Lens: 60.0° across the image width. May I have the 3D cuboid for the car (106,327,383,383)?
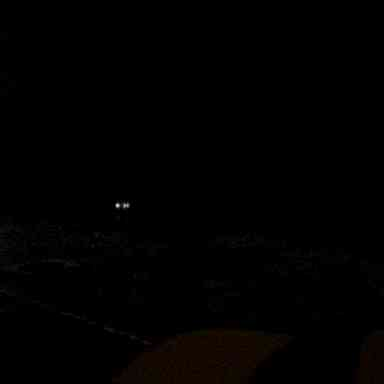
[{"bbox_3d":[1.439,1.525,2.056,4.829,1.417,1.752,0,0,36],"label":"car"}]
